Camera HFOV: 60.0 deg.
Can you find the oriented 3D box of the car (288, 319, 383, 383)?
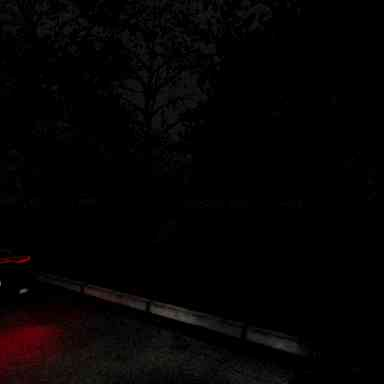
[{"bbox_3d":[2.646,1.351,1.476,4.553,1.767,2.097,0,0,36],"label":"car"}]

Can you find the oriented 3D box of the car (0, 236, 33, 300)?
[{"bbox_3d":[-5.539,1.488,7.378,5.008,1.535,1.882,0,0,36],"label":"car"}]
